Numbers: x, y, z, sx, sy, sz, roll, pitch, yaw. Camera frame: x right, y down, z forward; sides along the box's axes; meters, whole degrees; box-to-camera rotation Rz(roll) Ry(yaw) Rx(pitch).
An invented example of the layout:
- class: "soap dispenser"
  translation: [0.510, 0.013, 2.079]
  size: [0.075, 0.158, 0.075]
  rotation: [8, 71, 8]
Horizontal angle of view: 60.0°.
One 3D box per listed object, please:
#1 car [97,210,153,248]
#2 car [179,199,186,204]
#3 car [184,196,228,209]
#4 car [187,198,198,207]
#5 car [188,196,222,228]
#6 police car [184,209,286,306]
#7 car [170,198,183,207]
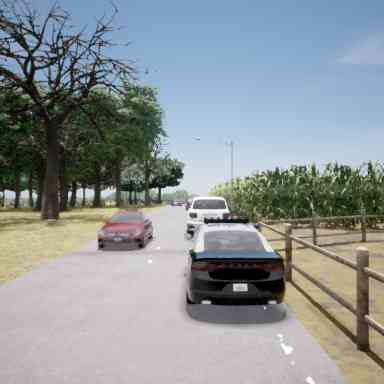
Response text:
- class: "car"
  translation: [-2.836, 1.565, 15.018]
  size: [1.812, 1.442, 4.674]
  rotation: [0, 0, 0]
- class: "car"
  translation: [-2.661, 2.714, 92.627]
  size: [1.812, 1.442, 4.674]
  rotation: [0, -2, 0]
- class: "car"
  translation: [0.842, 1.280, 18.217]
  size: [2.150, 2.045, 5.566]
  rotation: [0, 0, 0]
- class: "car"
  translation: [0.056, 1.879, 59.198]
  size: [1.837, 1.490, 4.892]
  rotation: [0, -1, 0]
- class: "car"
  translation: [0.847, 1.314, 24.219]
  size: [2.150, 2.045, 5.566]
  rotation: [0, 0, 0]
- class: "police car"
  translation: [0.832, 1.440, 8.290]
  size: [1.930, 1.638, 5.238]
  rotation: [0, 0, 0]
- class: "car"
  translation: [-2.773, 1.861, 58.841]
  size: [2.128, 1.511, 4.902]
  rotation: [0, -1, 0]
